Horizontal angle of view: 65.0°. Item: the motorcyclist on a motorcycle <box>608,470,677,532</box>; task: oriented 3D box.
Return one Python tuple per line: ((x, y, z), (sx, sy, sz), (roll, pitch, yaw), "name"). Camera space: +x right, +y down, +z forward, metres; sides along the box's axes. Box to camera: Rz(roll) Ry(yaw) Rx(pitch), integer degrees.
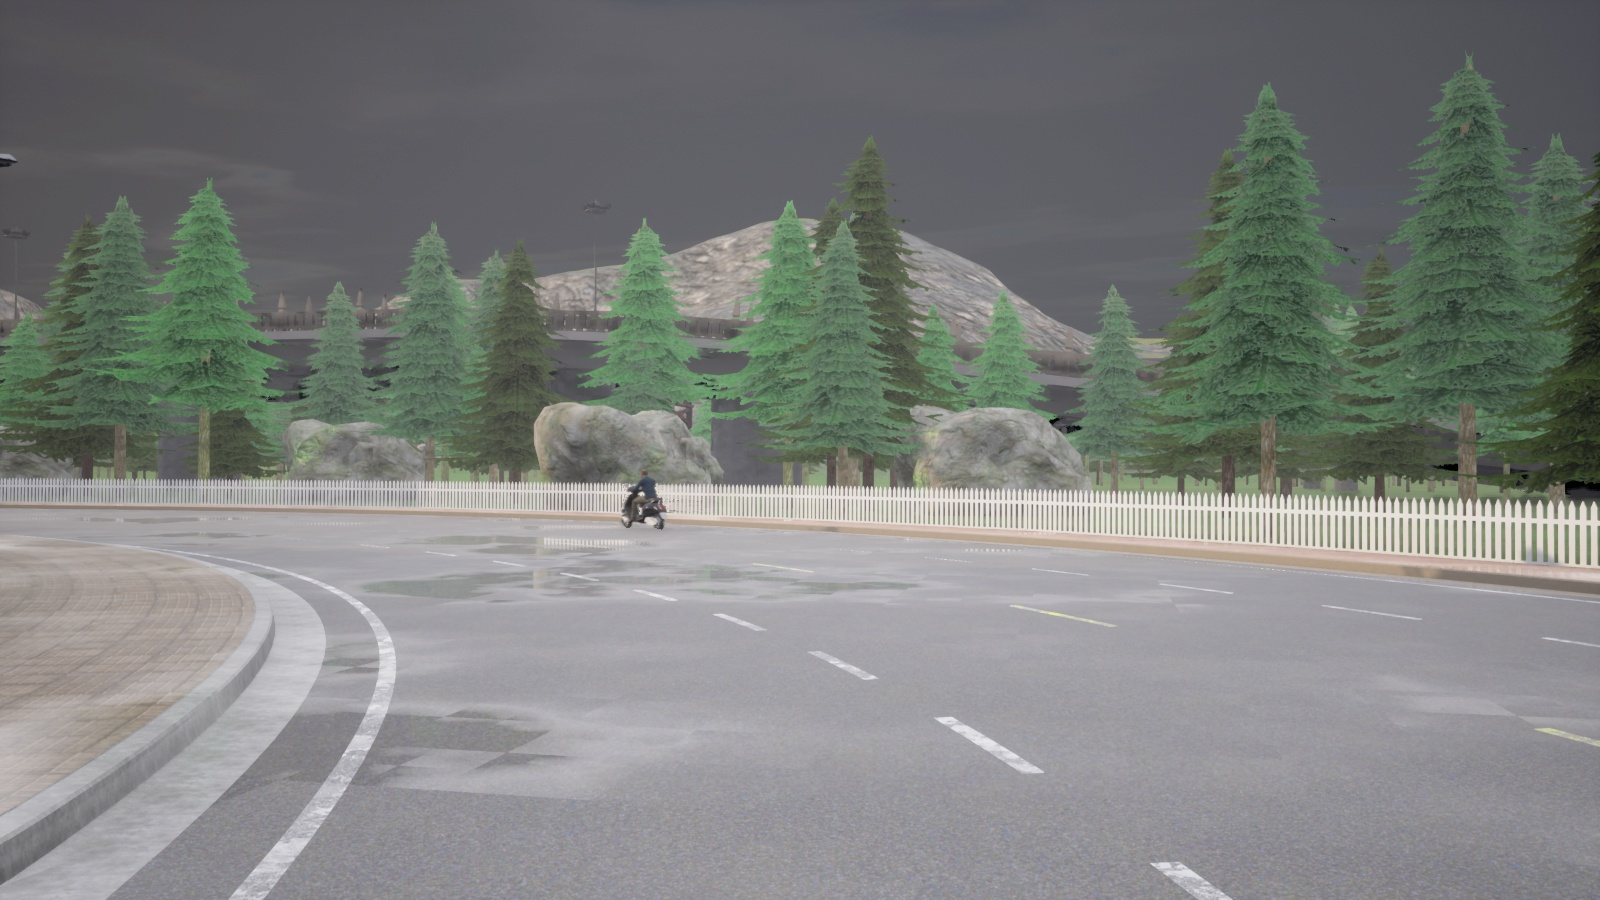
((-4.180, 1.342, 33.271), (1.817, 1.590, 0.866), (-1, -1, 43), "motorcyclist on a motorcycle")
